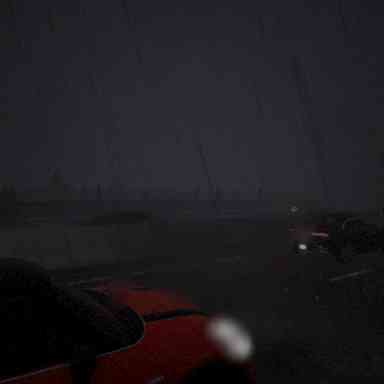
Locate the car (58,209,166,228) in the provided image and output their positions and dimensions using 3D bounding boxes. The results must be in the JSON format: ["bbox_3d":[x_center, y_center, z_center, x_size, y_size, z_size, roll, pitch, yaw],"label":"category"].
[{"bbox_3d":[-3.360,1.522,14.492,4.892,1.490,1.837,0,0,-35],"label":"car"}]

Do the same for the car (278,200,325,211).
[{"bbox_3d":[9.146,1.439,27.701,4.553,1.767,2.097,1,-1,-35],"label":"car"}]

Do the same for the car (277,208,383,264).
[{"bbox_3d":[5.486,1.527,11.958,4.902,1.511,2.128,0,0,-35],"label":"car"}]

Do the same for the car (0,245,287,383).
[{"bbox_3d":[-1.601,1.353,2.596,4.553,1.767,2.097,0,0,-36],"label":"car"}]
